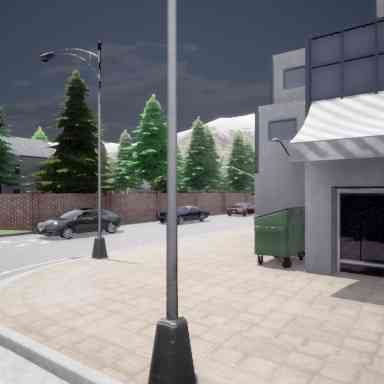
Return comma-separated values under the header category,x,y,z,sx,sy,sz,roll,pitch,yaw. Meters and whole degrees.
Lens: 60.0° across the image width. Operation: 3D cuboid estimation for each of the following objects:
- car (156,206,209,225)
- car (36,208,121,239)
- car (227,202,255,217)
category,x,y,z,sx,sy,sz,roll,pitch,yaw
car,-0.643,1.782,26.350,1.895,1.301,4.718,0,0,36
car,-6.231,1.687,18.803,1.837,1.490,4.892,0,0,37
car,5.290,1.745,34.354,1.994,1.385,4.181,0,0,36
